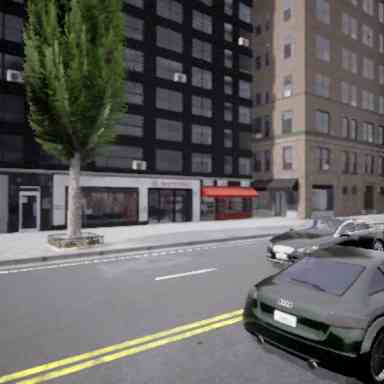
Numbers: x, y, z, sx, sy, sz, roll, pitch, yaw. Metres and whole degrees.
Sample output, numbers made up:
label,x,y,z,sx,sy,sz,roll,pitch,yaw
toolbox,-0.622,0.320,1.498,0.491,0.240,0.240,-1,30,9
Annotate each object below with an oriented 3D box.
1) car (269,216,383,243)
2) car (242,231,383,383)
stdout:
label,x,y,z,sx,sy,sz,roll,pitch,yaw
car,4.556,1.588,10.991,4.902,1.511,2.128,0,-1,-36
car,2.829,1.613,5.484,4.181,1.385,1.994,0,-1,-36
